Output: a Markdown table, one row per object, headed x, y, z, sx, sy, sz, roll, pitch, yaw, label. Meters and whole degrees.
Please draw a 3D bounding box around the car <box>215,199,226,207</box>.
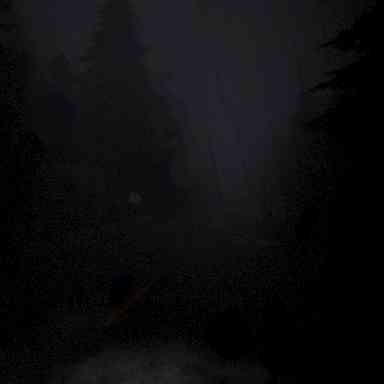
| x | y | z | sx | sy | sz | roll | pitch | yaw | label |
| --- | --- | --- | --- | --- | --- | --- | --- | --- | --- |
| 5.450 | 2.142 | 62.849 | 1.837 | 1.490 | 4.892 | 1 | -1 | 9 | car |
